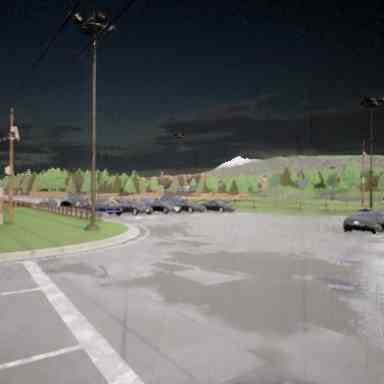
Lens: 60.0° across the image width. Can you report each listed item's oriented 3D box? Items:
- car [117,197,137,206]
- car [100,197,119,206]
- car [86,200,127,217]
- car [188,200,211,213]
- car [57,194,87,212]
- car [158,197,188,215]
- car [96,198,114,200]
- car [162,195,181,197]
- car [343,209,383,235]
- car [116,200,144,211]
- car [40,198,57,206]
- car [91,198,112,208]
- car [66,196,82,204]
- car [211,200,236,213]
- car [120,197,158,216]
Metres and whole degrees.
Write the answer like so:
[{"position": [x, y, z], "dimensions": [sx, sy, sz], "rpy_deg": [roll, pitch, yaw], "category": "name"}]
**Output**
[{"position": [-12.115, 1.755, 61.851], "dimensions": [1.812, 1.442, 4.674], "rpy_deg": [1, -1, -35], "category": "car"}, {"position": [-14.845, 1.724, 59.627], "dimensions": [1.812, 1.442, 4.674], "rpy_deg": [1, -1, -35], "category": "car"}, {"position": [-8.556, 1.708, 32.898], "dimensions": [1.895, 1.301, 4.718], "rpy_deg": [1, 0, -36], "category": "car"}, {"position": [-0.323, 1.704, 39.441], "dimensions": [1.837, 1.490, 4.892], "rpy_deg": [1, 0, -36], "category": "car"}, {"position": [-14.467, 1.325, 41.087], "dimensions": [2.150, 2.045, 5.566], "rpy_deg": [1, 0, -36], "category": "car"}, {"position": [-3.000, 1.660, 37.167], "dimensions": [2.128, 1.511, 4.902], "rpy_deg": [1, 0, -36], "category": "car"}, {"position": [-11.197, 1.629, 42.553], "dimensions": [2.128, 1.511, 4.902], "rpy_deg": [1, 0, -35], "category": "car"}, {"position": [-2.626, 1.453, 48.618], "dimensions": [2.150, 2.045, 5.566], "rpy_deg": [1, -1, -35], "category": "car"}, {"position": [11.047, 1.746, 20.213], "dimensions": [4.181, 1.385, 1.994], "rpy_deg": [1, 0, -35], "category": "car"}, {"position": [-8.400, 1.769, 44.638], "dimensions": [1.895, 1.301, 4.718], "rpy_deg": [1, 0, -36], "category": "car"}, {"position": [-22.392, 1.671, 52.082], "dimensions": [1.994, 1.385, 4.181], "rpy_deg": [1, 0, -35], "category": "car"}, {"position": [-14.492, 1.730, 53.093], "dimensions": [1.994, 1.385, 4.181], "rpy_deg": [1, 0, -36], "category": "car"}, {"position": [-23.247, 1.544, 65.336], "dimensions": [1.812, 1.442, 4.674], "rpy_deg": [1, 0, -36], "category": "car"}, {"position": [3.243, 1.735, 40.486], "dimensions": [1.837, 1.490, 4.892], "rpy_deg": [1, 0, -36], "category": "car"}, {"position": [-5.858, 1.642, 35.144], "dimensions": [1.837, 1.490, 4.892], "rpy_deg": [1, 0, -36], "category": "car"}]
